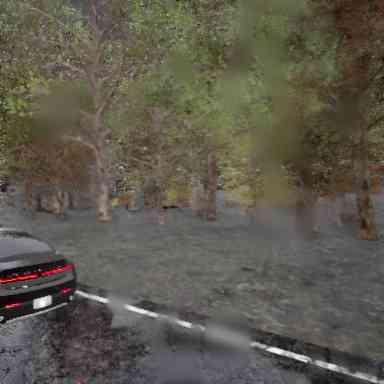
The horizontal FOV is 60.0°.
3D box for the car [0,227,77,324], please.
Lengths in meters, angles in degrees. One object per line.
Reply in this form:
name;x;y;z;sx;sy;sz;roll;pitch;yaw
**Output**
car;-4.315;1.468;6.629;4.892;1.490;1.837;0;0;35
